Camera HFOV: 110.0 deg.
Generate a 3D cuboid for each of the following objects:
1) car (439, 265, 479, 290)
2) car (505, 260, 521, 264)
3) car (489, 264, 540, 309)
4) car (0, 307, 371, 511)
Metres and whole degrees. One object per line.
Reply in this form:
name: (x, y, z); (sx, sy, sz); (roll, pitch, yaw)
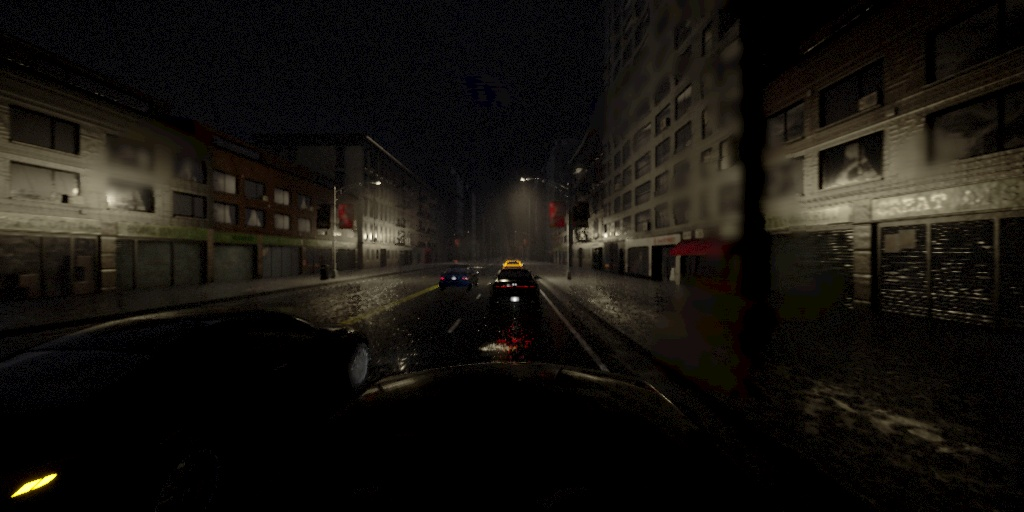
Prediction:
car: (-3.150, 1.261, 21.919); (2.033, 1.411, 5.357); (0, 0, 0)
car: (0.096, 1.172, 35.017); (1.882, 1.535, 5.008); (0, 0, 0)
car: (0.098, 1.231, 14.767); (1.837, 1.490, 4.892); (0, 0, 0)
car: (-3.148, 1.272, 3.793); (1.812, 1.442, 4.674); (0, 0, 0)
